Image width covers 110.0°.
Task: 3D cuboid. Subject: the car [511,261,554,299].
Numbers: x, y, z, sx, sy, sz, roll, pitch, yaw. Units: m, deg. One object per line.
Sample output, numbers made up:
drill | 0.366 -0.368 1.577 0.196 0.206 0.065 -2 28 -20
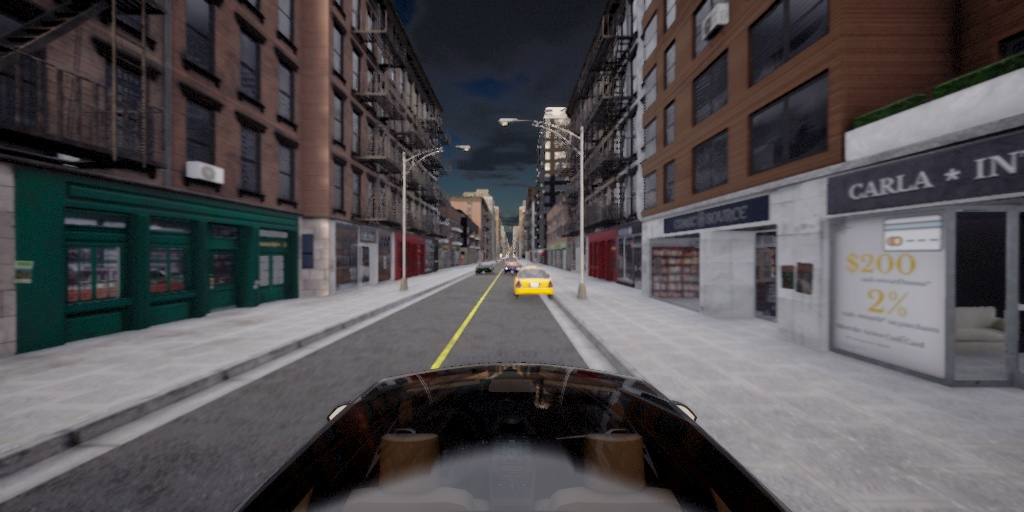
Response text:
car | 0.963 1.191 17.732 1.801 1.575 5.366 0 0 0

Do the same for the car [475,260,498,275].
car | -2.842 1.331 38.018 1.895 1.301 4.718 0 0 0

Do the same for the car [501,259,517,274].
car | 0.042 1.332 39.838 1.895 1.301 4.718 0 0 1

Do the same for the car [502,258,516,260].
car | 0.003 1.088 53.415 2.097 1.767 4.553 0 0 0
